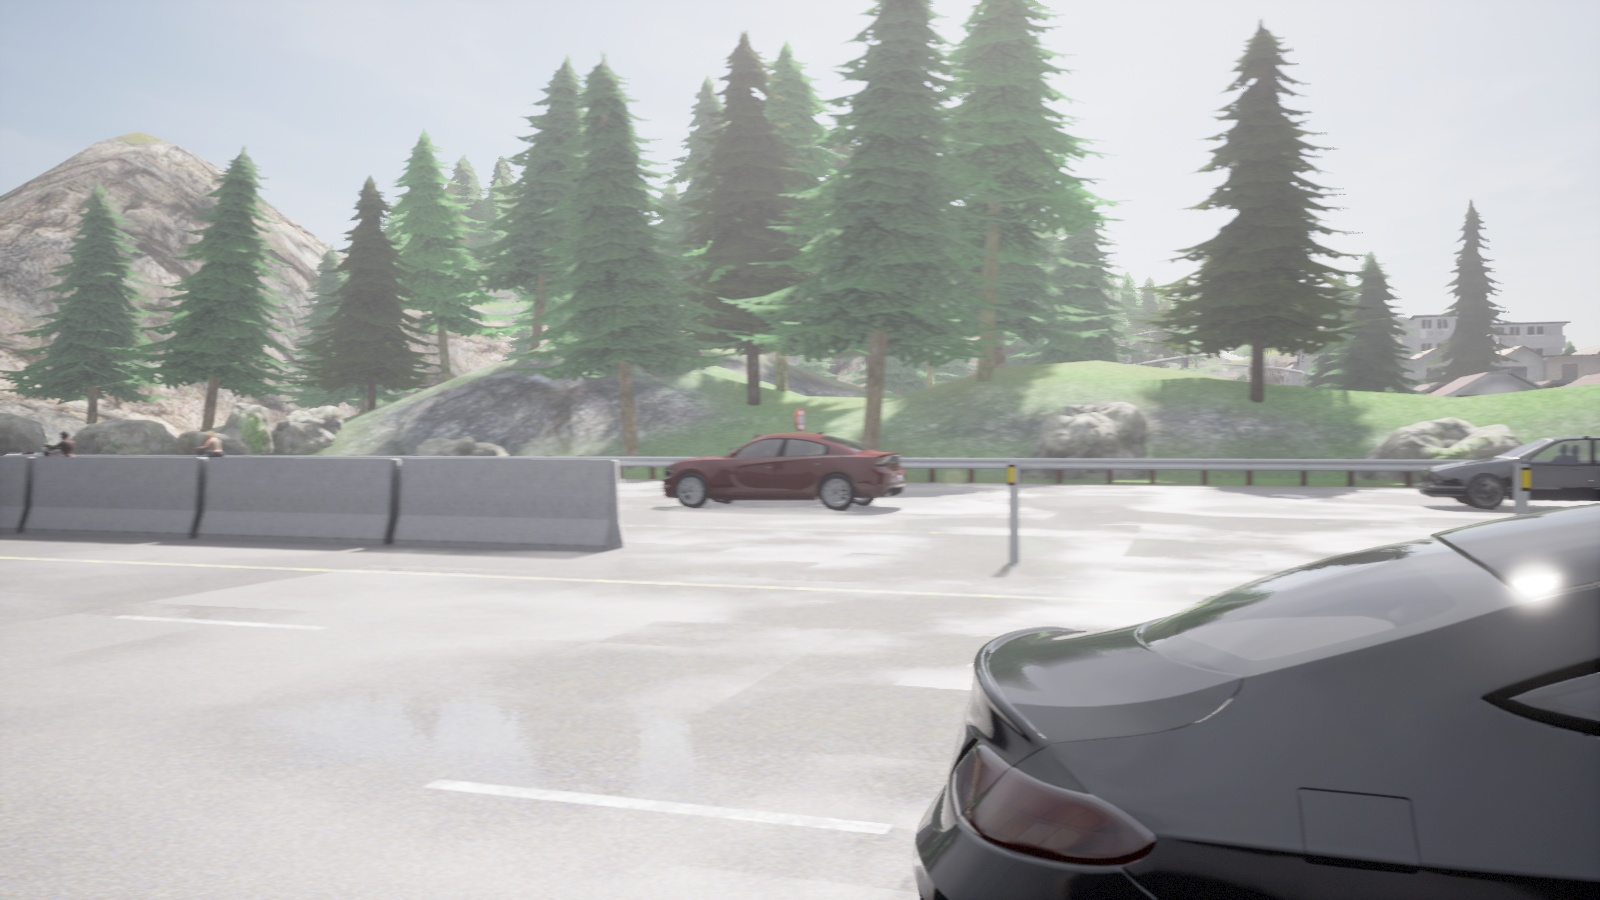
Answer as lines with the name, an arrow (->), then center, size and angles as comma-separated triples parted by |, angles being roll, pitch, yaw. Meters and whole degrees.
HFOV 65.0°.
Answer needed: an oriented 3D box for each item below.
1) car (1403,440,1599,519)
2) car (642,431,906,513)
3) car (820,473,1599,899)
car -> 14.664, 0.543, 24.114 | 5.357, 1.411, 2.033 | 1, 1, 19
car -> -0.521, 0.393, 25.524 | 5.008, 1.535, 1.882 | 0, 1, 19
car -> 2.539, 0.824, 2.339 | 4.674, 1.442, 1.812 | 1, 1, 19
